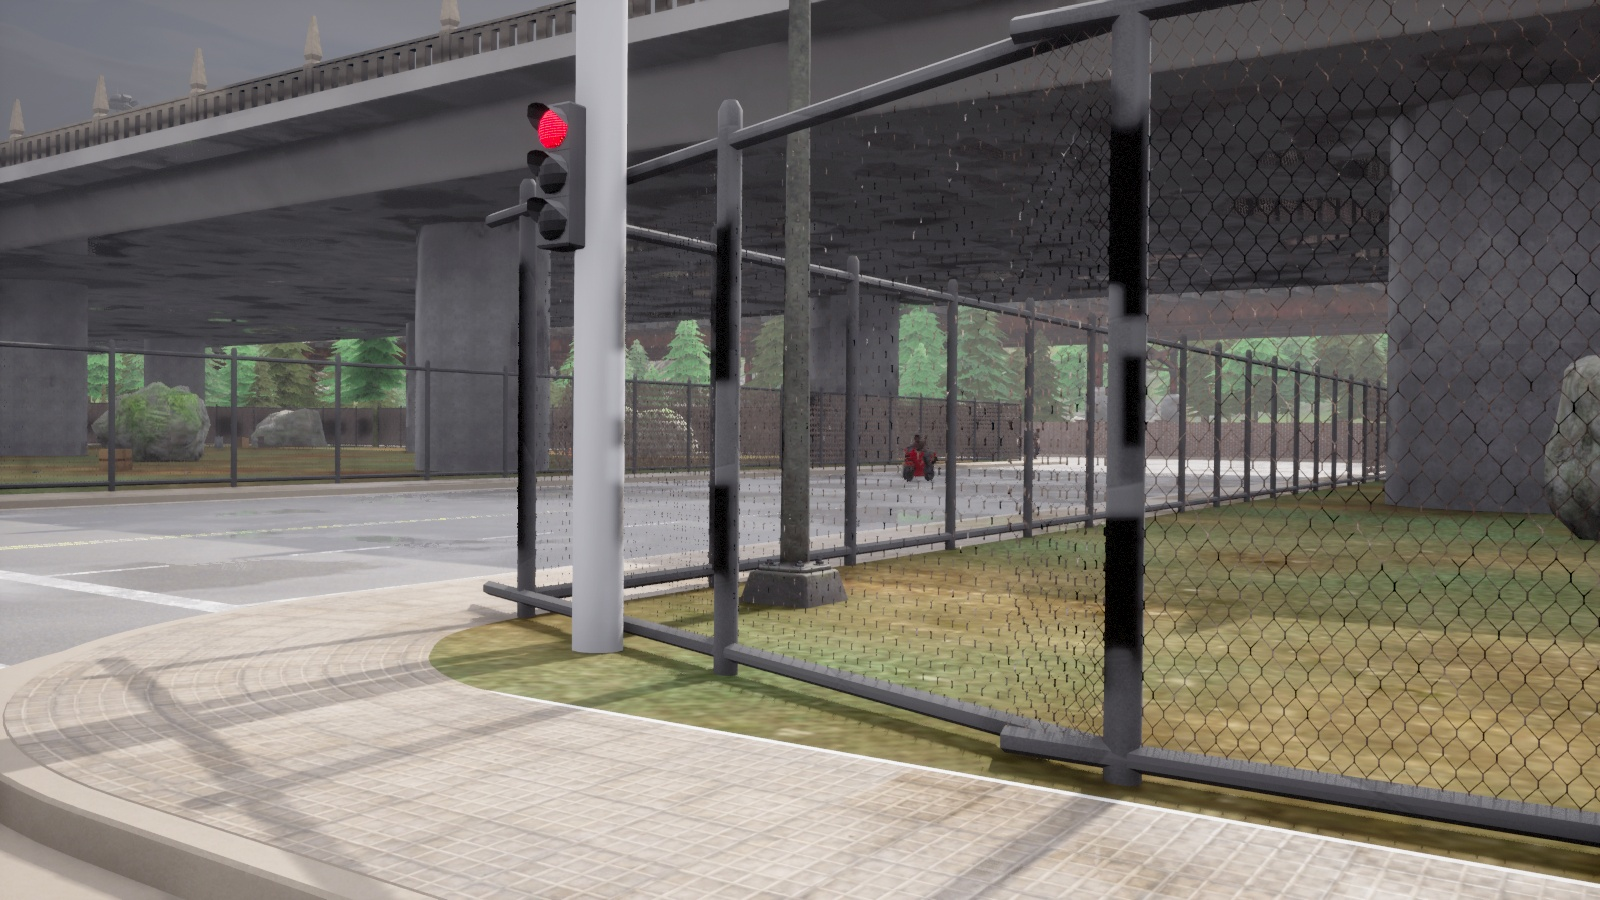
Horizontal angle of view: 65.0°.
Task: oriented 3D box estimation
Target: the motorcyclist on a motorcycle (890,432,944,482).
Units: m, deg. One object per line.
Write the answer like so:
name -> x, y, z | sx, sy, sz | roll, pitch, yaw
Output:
motorcyclist on a motorcycle -> 3.696, 0.196, 39.526 | 0.797, 1.523, 2.044 | 0, 1, 33
